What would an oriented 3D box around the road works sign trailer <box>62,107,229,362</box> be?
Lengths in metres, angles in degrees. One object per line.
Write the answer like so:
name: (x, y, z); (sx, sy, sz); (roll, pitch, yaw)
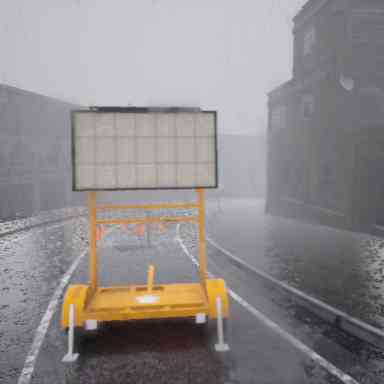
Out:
road works sign trailer: (-0.764, 0.361, 5.779); (2.380, 3.560, 2.880); (-1, 1, -6)
